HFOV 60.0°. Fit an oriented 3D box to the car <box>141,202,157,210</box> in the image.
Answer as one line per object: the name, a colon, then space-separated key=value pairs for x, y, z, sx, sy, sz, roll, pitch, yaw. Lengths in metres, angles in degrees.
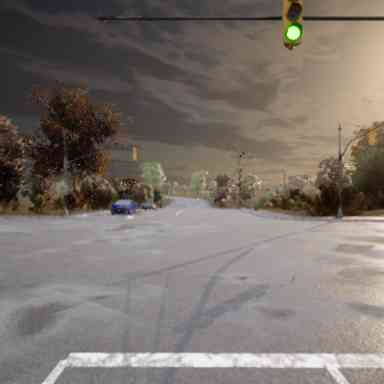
car: x=-6.619 y=2.194 z=51.450 sx=1.895 sy=1.301 sz=4.718 roll=0 pitch=-3 yaw=0

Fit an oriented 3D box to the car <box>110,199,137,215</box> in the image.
car: x=-6.752 y=1.482 z=33.268 sx=1.882 sy=1.535 sz=5.008 roll=0 pitch=-1 yaw=0
